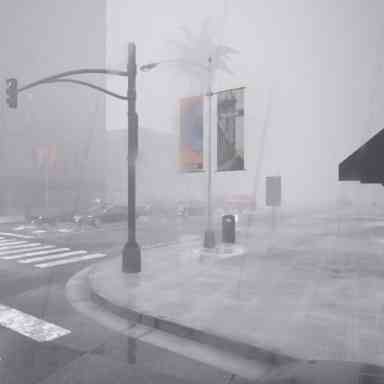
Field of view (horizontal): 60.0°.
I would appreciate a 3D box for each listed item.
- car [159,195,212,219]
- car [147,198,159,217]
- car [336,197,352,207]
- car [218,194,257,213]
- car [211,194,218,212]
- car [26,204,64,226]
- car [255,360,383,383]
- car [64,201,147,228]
[{"bbox_3d":[-0.503,1.389,29.941,2.097,1.767,4.553,0,0,35],"label":"car"},{"bbox_3d":[-3.443,1.384,31.411,2.097,1.767,4.553,0,0,35],"label":"car"},{"bbox_3d":[24.722,1.621,54.066,2.128,1.511,4.902,0,0,35],"label":"car"},{"bbox_3d":[5.633,1.280,38.624,2.150,2.045,5.566,0,0,35],"label":"car"},{"bbox_3d":[2.676,1.275,40.072,2.150,2.045,5.566,0,0,36],"label":"car"},{"bbox_3d":[-8.829,1.563,23.789,2.033,1.411,5.357,0,0,35],"label":"car"},{"bbox_3d":[2.147,1.551,1.315,4.403,1.369,2.008,0,0,36],"label":"car"},{"bbox_3d":[-5.715,1.513,22.557,2.128,1.511,4.902,0,0,35],"label":"car"}]
